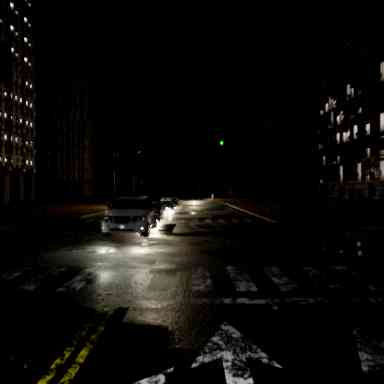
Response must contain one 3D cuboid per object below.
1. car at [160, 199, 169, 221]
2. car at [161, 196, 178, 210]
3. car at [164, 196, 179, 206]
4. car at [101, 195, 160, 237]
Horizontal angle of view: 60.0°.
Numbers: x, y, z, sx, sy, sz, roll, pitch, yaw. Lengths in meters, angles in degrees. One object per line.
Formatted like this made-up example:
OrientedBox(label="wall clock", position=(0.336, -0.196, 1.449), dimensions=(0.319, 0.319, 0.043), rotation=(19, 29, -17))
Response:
OrientedBox(label="car", position=(-3.250, 1.531, 26.625), dimensions=(2.033, 1.411, 5.357), rotation=(0, 0, 0))
OrientedBox(label="car", position=(-3.247, 1.451, 42.930), dimensions=(2.128, 1.511, 4.902), rotation=(0, 0, 0))
OrientedBox(label="car", position=(-3.256, 1.416, 54.485), dimensions=(2.128, 1.511, 4.902), rotation=(0, 0, 0))
OrientedBox(label="car", position=(-3.243, 1.235, 18.176), dimensions=(2.150, 2.045, 5.566), rotation=(0, 1, 0))
